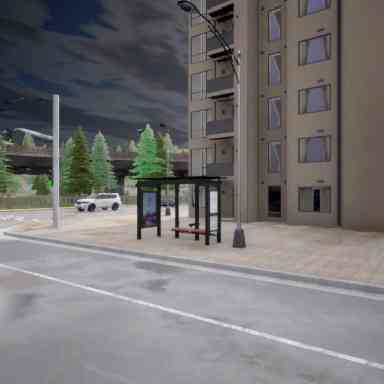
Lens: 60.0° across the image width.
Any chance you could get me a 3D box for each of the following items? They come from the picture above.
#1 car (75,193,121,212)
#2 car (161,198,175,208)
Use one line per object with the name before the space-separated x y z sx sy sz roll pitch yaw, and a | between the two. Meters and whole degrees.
car | -10.742 1.166 38.486 2.150 2.045 5.566 0 0 37
car | -4.240 1.492 46.452 2.033 1.411 5.357 0 0 44
